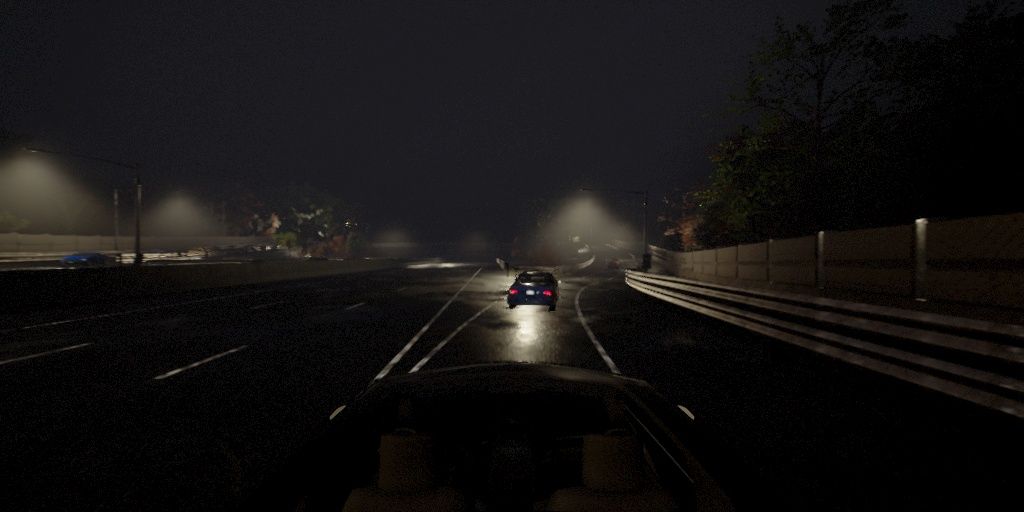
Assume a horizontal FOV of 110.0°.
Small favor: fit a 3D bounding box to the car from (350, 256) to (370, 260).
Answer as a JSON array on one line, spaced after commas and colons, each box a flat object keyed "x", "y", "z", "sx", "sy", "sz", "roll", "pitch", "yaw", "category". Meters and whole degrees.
[{"x": -24.281, "y": 1.130, "z": 59.369, "sx": 2.033, "sy": 1.411, "sz": 5.357, "roll": 0, "pitch": 0, "yaw": -3, "category": "car"}]

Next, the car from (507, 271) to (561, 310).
[{"x": 1.050, "y": 1.357, "z": 15.256, "sx": 2.033, "sy": 1.411, "sz": 5.357, "roll": 2, "pitch": 0, "yaw": 9, "category": "car"}]

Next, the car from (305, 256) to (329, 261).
[{"x": -23.459, "y": 0.929, "z": 42.835, "sx": 2.097, "sy": 1.767, "sz": 4.553, "roll": 0, "pitch": 0, "yaw": -3, "category": "car"}]

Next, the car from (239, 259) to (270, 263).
[{"x": -30.415, "y": 1.072, "z": 41.943, "sx": 2.033, "sy": 1.411, "sz": 5.357, "roll": 0, "pitch": 0, "yaw": -2, "category": "car"}]

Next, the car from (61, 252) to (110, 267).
[{"x": -44.043, "y": 0.305, "z": 37.116, "sx": 1.882, "sy": 1.535, "sz": 5.008, "roll": 0, "pitch": 1, "yaw": -27, "category": "car"}]
